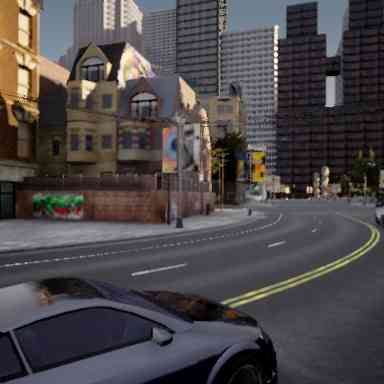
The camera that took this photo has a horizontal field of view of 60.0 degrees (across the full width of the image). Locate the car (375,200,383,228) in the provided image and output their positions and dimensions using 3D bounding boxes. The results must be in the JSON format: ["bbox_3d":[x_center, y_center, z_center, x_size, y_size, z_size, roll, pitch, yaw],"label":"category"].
[{"bbox_3d":[15.193,1.540,24.809,2.150,2.045,5.566,0,0,22],"label":"car"}]

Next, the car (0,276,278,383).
[{"bbox_3d":[-1.095,1.590,3.248,4.181,1.385,1.994,1,-1,-36],"label":"car"}]
